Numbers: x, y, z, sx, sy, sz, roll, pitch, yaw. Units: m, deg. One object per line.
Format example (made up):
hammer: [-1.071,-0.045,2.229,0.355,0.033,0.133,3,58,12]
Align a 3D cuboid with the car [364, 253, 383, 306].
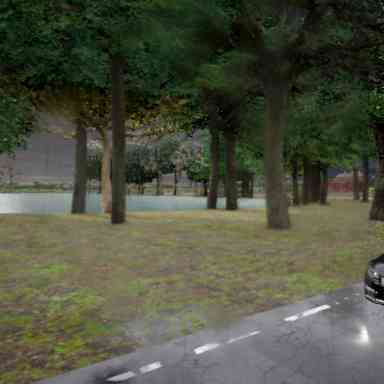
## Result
car: [5.504,1.490,6.947,4.902,1.511,2.128,0,0,-35]
